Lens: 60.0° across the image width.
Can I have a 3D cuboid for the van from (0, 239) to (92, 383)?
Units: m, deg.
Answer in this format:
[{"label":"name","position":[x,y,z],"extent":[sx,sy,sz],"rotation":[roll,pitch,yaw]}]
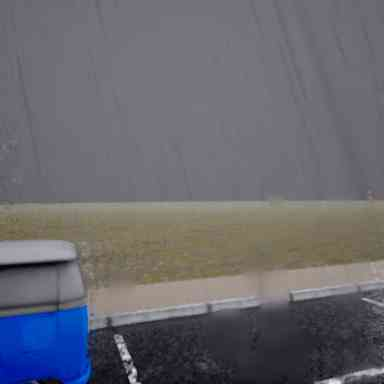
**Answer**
[{"label":"van","position":[-3.096,1.488,3.594],"extent":[3.998,1.788,1.690],"rotation":[0,-1,-21]}]
